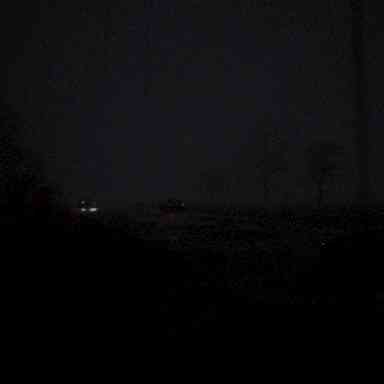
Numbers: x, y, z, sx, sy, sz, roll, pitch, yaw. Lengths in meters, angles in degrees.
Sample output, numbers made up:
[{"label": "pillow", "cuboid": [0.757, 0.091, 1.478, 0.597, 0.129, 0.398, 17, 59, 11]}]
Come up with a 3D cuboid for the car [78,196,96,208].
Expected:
[{"label": "car", "cuboid": [-16.738, 1.614, 52.874, 2.097, 1.767, 4.553, 0, 0, -27]}]

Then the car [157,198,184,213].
[{"label": "car", "cuboid": [-2.712, 1.562, 40.622, 2.097, 1.767, 4.553, 0, 0, -27]}]

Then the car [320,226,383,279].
[{"label": "car", "cuboid": [5.506, 1.662, 8.620, 1.812, 1.442, 4.674, 0, 0, -27]}]
